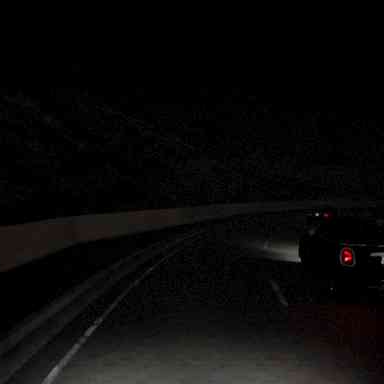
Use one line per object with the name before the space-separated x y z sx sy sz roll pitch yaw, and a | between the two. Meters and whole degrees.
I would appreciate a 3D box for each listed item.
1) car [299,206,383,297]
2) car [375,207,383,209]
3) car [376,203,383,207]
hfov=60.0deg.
car | 4.267 1.429 8.826 2.097 1.767 4.553 0 0 7
car | 9.125 1.633 14.882 1.837 1.490 4.892 -1 -1 16
car | 18.242 1.770 30.923 1.837 1.490 4.892 -1 -1 41
